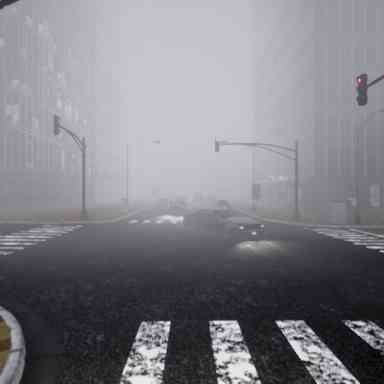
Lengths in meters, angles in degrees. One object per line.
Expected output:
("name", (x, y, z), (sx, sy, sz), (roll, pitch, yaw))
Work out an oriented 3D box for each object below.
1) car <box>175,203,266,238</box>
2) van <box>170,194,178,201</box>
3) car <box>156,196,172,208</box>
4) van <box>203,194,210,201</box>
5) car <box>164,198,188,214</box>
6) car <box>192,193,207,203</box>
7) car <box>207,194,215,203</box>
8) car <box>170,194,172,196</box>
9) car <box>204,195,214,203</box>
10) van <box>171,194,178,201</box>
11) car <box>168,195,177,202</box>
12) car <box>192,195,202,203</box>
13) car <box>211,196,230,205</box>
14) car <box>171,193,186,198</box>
("car", (1.487, 1.569, 18.090), (2.033, 1.411, 5.357), (0, 0, -34))
("van", (-4.401, 1.302, 80.429), (1.690, 1.788, 3.998), (0, 0, 0))
("car", (-4.163, 1.581, 47.264), (1.802, 1.307, 4.206), (0, 0, 0))
("van", (3.479, 1.302, 80.486), (1.690, 1.788, 3.998), (0, 0, 0))
("car", (-1.614, 1.608, 35.312), (1.895, 1.301, 4.718), (0, 0, 0))
("car", (1.141, 1.205, 62.791), (2.150, 2.045, 5.566), (0, 0, 0))
("car", (3.599, 1.298, 63.903), (2.192, 1.841, 5.009), (0, 0, 0))
("car", (-4.281, 1.549, 63.847), (1.947, 1.339, 4.313), (0, 0, 0))
("car", (3.559, 1.415, 69.431), (1.967, 1.590, 4.097), (0, 0, 0))
("van", (-4.440, 1.294, 85.957), (1.690, 1.788, 3.998), (0, 0, 0))
("car", (-4.361, 1.408, 74.902), (1.967, 1.590, 4.097), (0, 0, 0))
("car", (0.969, 1.495, 73.137), (2.128, 1.511, 4.902), (0, 0, 0))
("car", (3.806, 1.569, 41.795), (1.947, 1.339, 4.313), (0, 0, 0))
("car", (-1.724, 1.347, 52.358), (2.097, 1.767, 4.553), (0, 0, 0))
